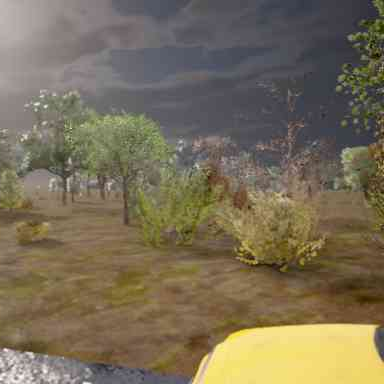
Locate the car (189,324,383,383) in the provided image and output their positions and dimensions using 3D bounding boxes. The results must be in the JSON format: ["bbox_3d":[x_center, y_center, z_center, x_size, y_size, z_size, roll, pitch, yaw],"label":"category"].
[{"bbox_3d":[2.543,1.461,2.190,5.366,1.575,1.801,0,0,16],"label":"car"}]
